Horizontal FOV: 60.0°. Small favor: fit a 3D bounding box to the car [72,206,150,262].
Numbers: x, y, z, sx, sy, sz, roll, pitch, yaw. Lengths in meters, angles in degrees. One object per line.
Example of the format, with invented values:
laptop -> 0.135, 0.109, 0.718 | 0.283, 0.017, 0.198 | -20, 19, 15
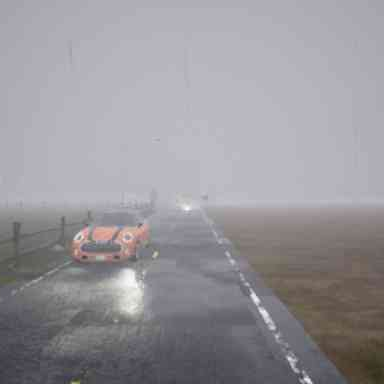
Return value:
car -> -2.853, 1.479, 12.622 | 2.097, 1.767, 4.553 | 0, -1, 0
